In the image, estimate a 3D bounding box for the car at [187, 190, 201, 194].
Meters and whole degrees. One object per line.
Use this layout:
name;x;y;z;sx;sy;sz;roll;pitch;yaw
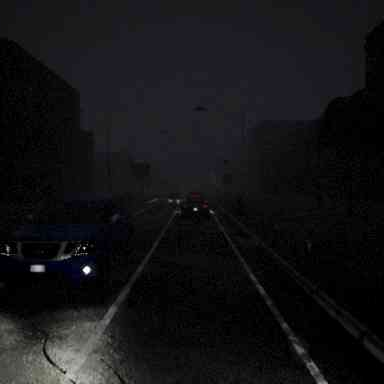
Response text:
car;0.348;0.573;41.553;1.837;1.490;4.892;0;1;0

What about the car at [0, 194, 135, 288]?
car;-3.047;1.117;9.358;2.150;2.045;5.566;0;1;0

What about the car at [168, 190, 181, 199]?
car;-2.739;0.454;53.705;2.033;1.411;5.357;0;1;1

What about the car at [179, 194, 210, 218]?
car;0.243;1.073;24.295;1.994;1.385;4.181;0;2;0
